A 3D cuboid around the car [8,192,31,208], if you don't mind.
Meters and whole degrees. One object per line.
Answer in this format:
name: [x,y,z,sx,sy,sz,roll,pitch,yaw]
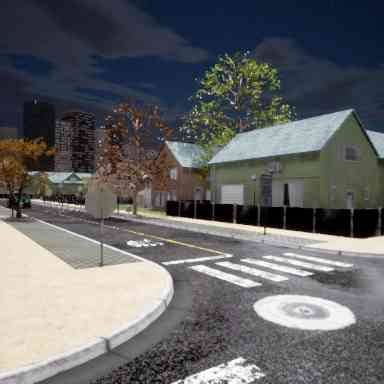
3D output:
car: [-22.750,1.076,43.827,2.150,2.045,5.566,1,0,-35]
